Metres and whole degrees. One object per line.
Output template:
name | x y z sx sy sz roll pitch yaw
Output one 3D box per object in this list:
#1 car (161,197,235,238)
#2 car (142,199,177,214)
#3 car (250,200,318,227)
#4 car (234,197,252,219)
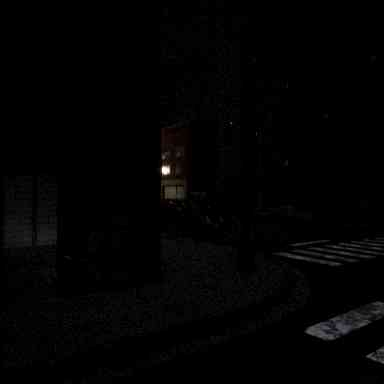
car | -0.317 1.285 17.889 2.192 1.841 5.009 0 0 -35
car | -3.643 1.530 36.417 1.887 1.381 4.507 0 0 -35
car | 6.129 1.529 22.669 1.752 1.417 4.829 0 0 -35
car | 2.939 1.313 27.160 2.192 1.841 5.009 0 0 -35
